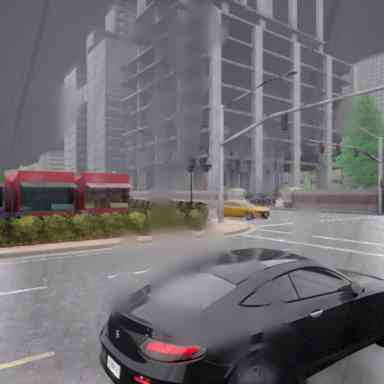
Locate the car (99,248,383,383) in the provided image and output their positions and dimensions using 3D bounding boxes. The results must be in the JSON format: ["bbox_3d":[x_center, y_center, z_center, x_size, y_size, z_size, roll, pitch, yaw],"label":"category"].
[{"bbox_3d":[1.114,1.526,4.580,4.674,1.442,1.812,0,0,-35],"label":"car"}]

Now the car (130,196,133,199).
[{"bbox_3d":[-8.743,1.296,44.301,2.097,1.767,4.553,0,0,-36],"label":"car"}]

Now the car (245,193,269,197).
[{"bbox_3d":[10.824,1.114,57.652,1.905,1.878,3.866,0,0,-36],"label":"car"}]

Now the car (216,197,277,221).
[{"bbox_3d":[4.032,1.422,26.729,1.882,1.535,5.008,0,0,-36],"label":"car"}]

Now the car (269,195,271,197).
[{"bbox_3d":[13.213,1.114,59.368,1.905,1.878,3.866,0,0,-36],"label":"car"}]
